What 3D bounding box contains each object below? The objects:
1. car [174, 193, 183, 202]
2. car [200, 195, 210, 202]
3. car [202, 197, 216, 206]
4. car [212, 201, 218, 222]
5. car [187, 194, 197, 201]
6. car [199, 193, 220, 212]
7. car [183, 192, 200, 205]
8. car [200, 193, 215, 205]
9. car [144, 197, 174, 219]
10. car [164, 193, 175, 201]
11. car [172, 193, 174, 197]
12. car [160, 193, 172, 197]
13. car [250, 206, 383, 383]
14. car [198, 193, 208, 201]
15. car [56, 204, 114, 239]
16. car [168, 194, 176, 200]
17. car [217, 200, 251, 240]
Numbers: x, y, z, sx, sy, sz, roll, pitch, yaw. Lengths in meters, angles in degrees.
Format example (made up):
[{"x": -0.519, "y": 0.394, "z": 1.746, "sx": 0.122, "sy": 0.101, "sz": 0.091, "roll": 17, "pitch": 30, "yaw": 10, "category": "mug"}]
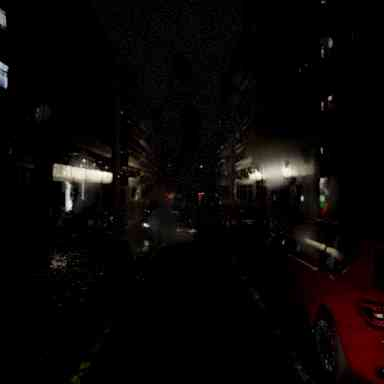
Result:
[{"x": -2.766, "y": 1.268, "z": 68.802, "sx": 1.882, "sy": 1.535, "sz": 5.008, "roll": 0, "pitch": 0, "yaw": 0, "category": "car"}, {"x": 2.541, "y": 1.395, "z": 67.655, "sx": 1.802, "sy": 1.307, "sz": 4.206, "roll": -1, "pitch": 0, "yaw": 0, "category": "car"}, {"x": 2.545, "y": 1.440, "z": 50.662, "sx": 1.802, "sy": 1.307, "sz": 4.206, "roll": -1, "pitch": 0, "yaw": 0, "category": "car"}, {"x": 2.551, "y": 1.518, "z": 22.341, "sx": 1.802, "sy": 1.307, "sz": 4.206, "roll": -1, "pitch": 0, "yaw": 0, "category": "car"}, {"x": -0.016, "y": 1.216, "z": 73.664, "sx": 1.994, "sy": 1.385, "sz": 4.181, "roll": 0, "pitch": 0, "yaw": 0, "category": "car"}, {"x": 2.254, "y": 1.247, "z": 37.961, "sx": 2.097, "sy": 1.767, "sz": 4.553, "roll": 0, "pitch": 0, "yaw": 0, "category": "car"}, {"x": -0.012, "y": 1.066, "z": 55.610, "sx": 2.150, "sy": 2.045, "sz": 5.566, "roll": 0, "pitch": 0, "yaw": 0, "category": "car"}, {"x": 2.540, "y": 1.158, "z": 56.326, "sx": 2.192, "sy": 1.841, "sz": 5.009, "roll": -1, "pitch": 0, "yaw": 0, "category": "car"}, {"x": -2.854, "y": 1.424, "z": 28.224, "sx": 1.837, "sy": 1.490, "sz": 4.892, "roll": 0, "pitch": 0, "yaw": 0, "category": "car"}, {"x": -5.345, "y": 1.099, "z": 79.045, "sx": 2.192, "sy": 1.841, "sz": 5.009, "roll": -1, "pitch": 0, "yaw": 0, "category": "car"}, {"x": -5.340, "y": 1.357, "z": 67.744, "sx": 1.887, "sy": 1.381, "sz": 4.507, "roll": -1, "pitch": 0, "yaw": 0, "category": "car"}, {"x": -5.338, "y": 1.372, "z": 62.092, "sx": 1.887, "sy": 1.381, "sz": 4.507, "roll": -1, "pitch": 0, "yaw": 0, "category": "car"}, {"x": 2.541, "y": 1.299, "z": 5.348, "sx": 2.192, "sy": 1.841, "sz": 5.009, "roll": -1, "pitch": 0, "yaw": 0, "category": "car"}, {"x": 2.535, "y": 1.099, "z": 78.983, "sx": 2.192, "sy": 1.841, "sz": 5.009, "roll": -1, "pitch": 0, "yaw": 0, "category": "car"}, {"x": -5.329, "y": 1.391, "z": 16.883, "sx": 1.967, "sy": 1.590, "sz": 4.097, "roll": -1, "pitch": 0, "yaw": 0, "category": "car"}, {"x": -5.345, "y": 1.281, "z": 90.179, "sx": 1.752, "sy": 1.417, "sz": 4.829, "roll": -1, "pitch": 0, "yaw": 0, "category": "car"}, {"x": 2.555, "y": 1.392, "z": 16.676, "sx": 1.967, "sy": 1.590, "sz": 4.097, "roll": -1, "pitch": 0, "yaw": 0, "category": "car"}]
